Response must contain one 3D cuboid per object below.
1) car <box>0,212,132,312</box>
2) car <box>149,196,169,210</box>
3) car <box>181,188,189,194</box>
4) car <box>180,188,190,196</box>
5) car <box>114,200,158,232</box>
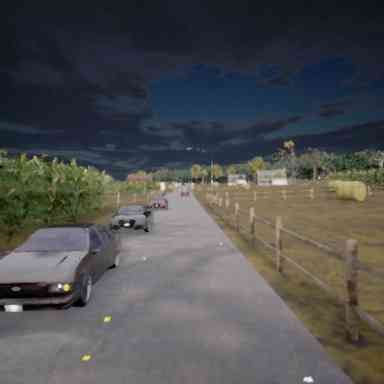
[{"bbox_3d":[-2.985,1.487,8.095,2.033,1.411,5.357,-1,1,-1],"label":"car"},{"bbox_3d":[-3.435,1.093,34.147,1.994,1.385,4.181,-1,1,-1],"label":"car"},{"bbox_3d":[-1.711,-0.271,82.757,1.882,1.535,5.008,-1,1,-1],"label":"car"},{"bbox_3d":[-1.494,0.181,72.682,1.812,1.442,4.674,-1,1,-1],"label":"car"},{"bbox_3d":[-3.189,1.362,18.142,1.994,1.385,4.181,-1,1,-1],"label":"car"}]
